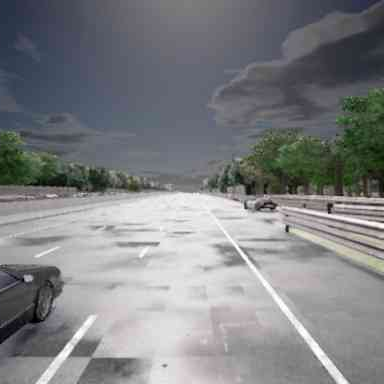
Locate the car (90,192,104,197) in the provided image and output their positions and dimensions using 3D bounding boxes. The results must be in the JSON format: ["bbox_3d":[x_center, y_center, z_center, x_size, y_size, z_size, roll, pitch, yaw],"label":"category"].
[{"bbox_3d":[-24.428,1.096,84.413,1.812,1.442,4.674,0,0,0],"label":"car"}]

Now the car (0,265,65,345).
[{"bbox_3d":[-3.396,1.520,3.998,2.033,1.411,5.357,0,0,0],"label":"car"}]

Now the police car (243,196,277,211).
[{"bbox_3d":[7.124,1.219,35.853,2.038,1.542,4.974,-2,0,-15],"label":"police car"}]

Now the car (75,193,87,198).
[{"bbox_3d":[-27.928,1.098,84.111,1.812,1.442,4.674,0,0,0],"label":"car"}]
